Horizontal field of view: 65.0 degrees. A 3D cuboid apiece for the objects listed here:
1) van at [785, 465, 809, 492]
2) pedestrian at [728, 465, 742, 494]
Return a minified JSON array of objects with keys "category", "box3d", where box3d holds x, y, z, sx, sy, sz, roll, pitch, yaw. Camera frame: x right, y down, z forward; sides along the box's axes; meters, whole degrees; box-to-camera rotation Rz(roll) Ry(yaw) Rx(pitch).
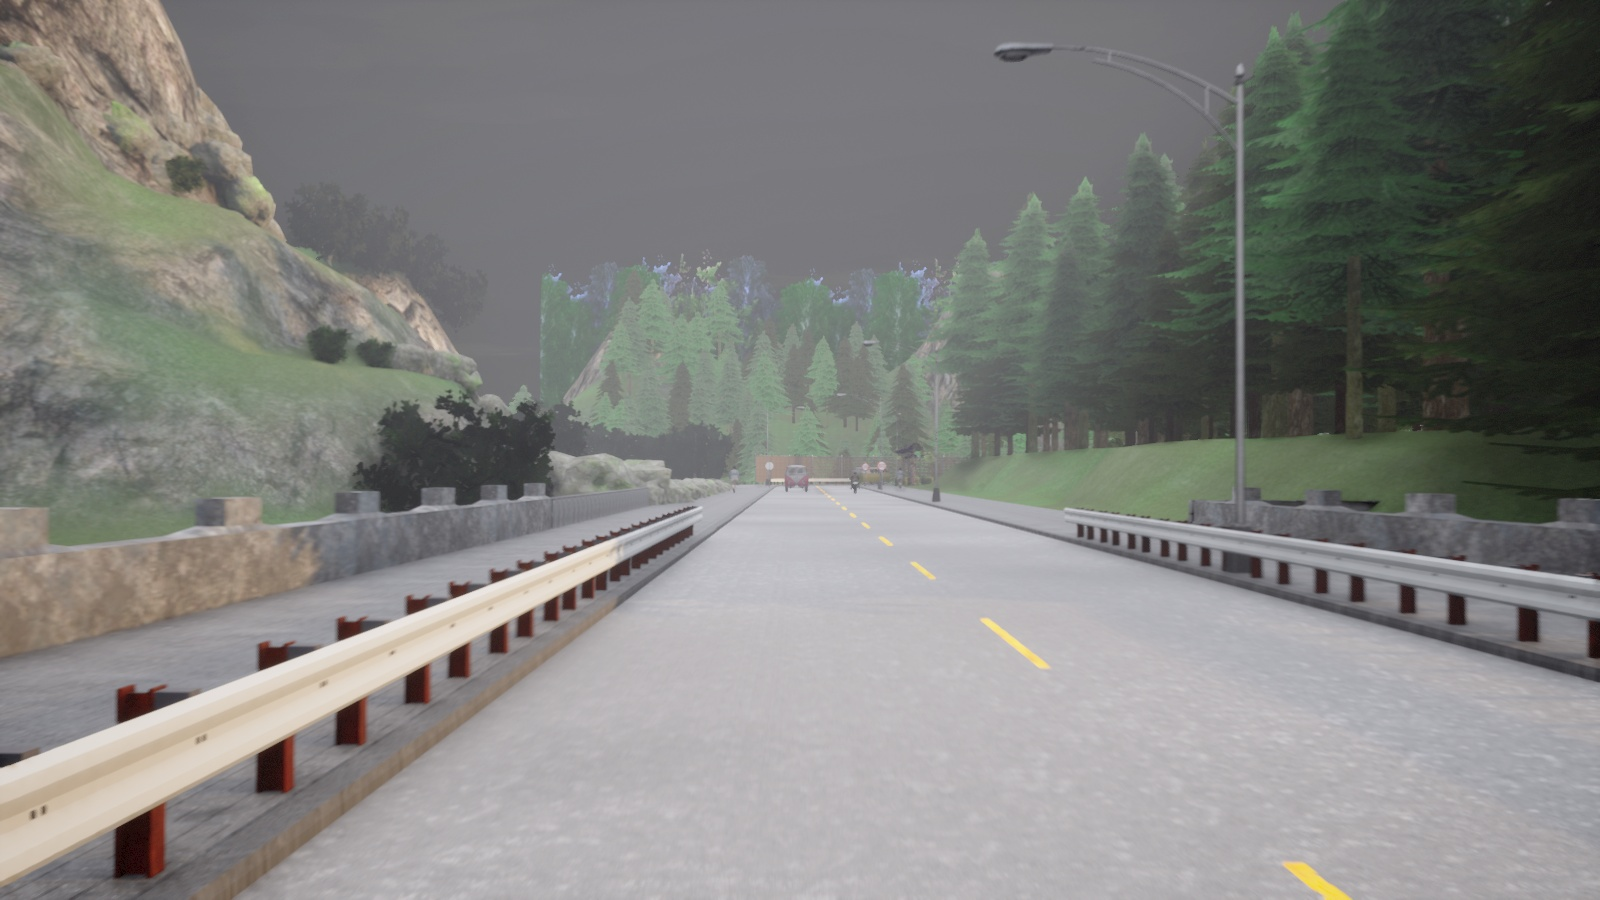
[{"category":"van","box3d":[-0.240,2.128,93.476,1.775,1.987,4.442,0,-1,0]},{"category":"pedestrian","box3d":[-4.270,1.916,82.369,0.874,1.855,0.900,0,-1,-4]}]
